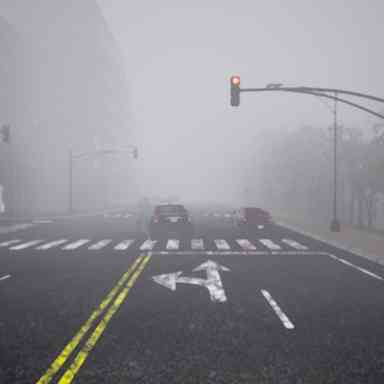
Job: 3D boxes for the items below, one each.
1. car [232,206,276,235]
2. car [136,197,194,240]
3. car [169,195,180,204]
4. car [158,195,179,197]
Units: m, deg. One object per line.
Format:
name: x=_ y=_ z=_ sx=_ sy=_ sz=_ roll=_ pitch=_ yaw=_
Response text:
car: x=3.334 y=1.495 z=18.428 sx=1.812 sy=1.442 sz=4.674 roll=0 pitch=0 yaw=0
car: x=-1.495 y=1.333 z=17.104 sx=2.097 sy=1.767 sz=4.553 roll=-1 pitch=0 yaw=-18
car: x=-3.292 y=1.418 z=64.100 sx=1.837 sy=1.490 sz=4.892 roll=0 pitch=0 yaw=1
car: x=-3.345 y=1.494 z=47.047 sx=1.994 sy=1.385 sz=4.181 roll=0 pitch=0 yaw=0
